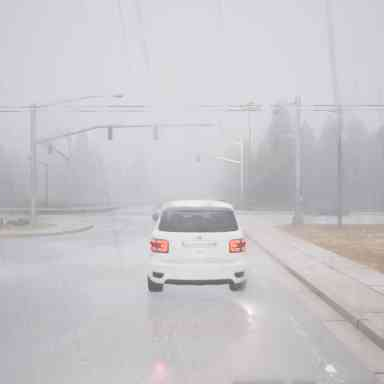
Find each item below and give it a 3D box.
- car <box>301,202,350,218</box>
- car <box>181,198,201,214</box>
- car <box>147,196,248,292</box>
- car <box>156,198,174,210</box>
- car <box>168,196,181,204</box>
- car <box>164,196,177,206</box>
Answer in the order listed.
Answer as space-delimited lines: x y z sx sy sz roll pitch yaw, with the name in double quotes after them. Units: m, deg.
12.230 1.590 30.546 4.181 1.385 1.994 0 0 1 "car"
-0.167 1.493 37.348 2.128 1.511 4.902 0 0 -2 "car"
0.066 1.218 9.092 2.150 2.045 5.566 0 0 -2 "car"
-3.594 1.547 44.945 2.033 1.411 5.357 0 0 0 "car"
-3.435 1.492 65.397 2.128 1.511 4.902 0 0 1 "car"
-3.567 1.505 55.132 1.837 1.490 4.892 0 0 0 "car"
